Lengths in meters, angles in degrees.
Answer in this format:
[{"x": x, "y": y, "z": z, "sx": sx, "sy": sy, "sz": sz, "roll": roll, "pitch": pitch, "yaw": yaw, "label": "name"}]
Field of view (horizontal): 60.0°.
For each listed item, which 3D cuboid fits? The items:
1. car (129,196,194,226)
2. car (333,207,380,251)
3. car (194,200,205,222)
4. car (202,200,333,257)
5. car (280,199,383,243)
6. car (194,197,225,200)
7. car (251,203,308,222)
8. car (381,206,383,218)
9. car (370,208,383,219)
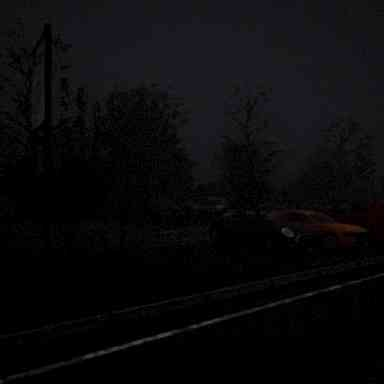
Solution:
[{"x": -2.653, "y": 1.304, "z": 24.330, "sx": 2.435, "sy": 2.045, "sz": 5.566, "roll": 2, "pitch": -1, "yaw": -36, "label": "car"}, {"x": 5.238, "y": 1.575, "z": 14.940, "sx": 2.097, "sy": 1.535, "sz": 5.008, "roll": 2, "pitch": -1, "yaw": -36, "label": "car"}, {"x": -0.512, "y": 1.616, "z": 25.914, "sx": 2.231, "sy": 1.521, "sz": 4.892, "roll": 2, "pitch": -1, "yaw": -36, "label": "car"}, {"x": 2.770, "y": 1.381, "z": 13.179, "sx": 2.185, "sy": 1.767, "sz": 4.553, "roll": 2, "pitch": -1, "yaw": -36, "label": "car"}, {"x": 7.588, "y": 1.390, "z": 16.678, "sx": 2.435, "sy": 2.045, "sz": 5.566, "roll": 2, "pitch": -1, "yaw": -36, "label": "car"}, {"x": 1.764, "y": 1.431, "z": 27.541, "sx": 2.435, "sy": 2.045, "sz": 5.566, "roll": 2, "pitch": -1, "yaw": -36, "label": "car"}, {"x": 8.430, "y": 1.936, "z": 32.604, "sx": 1.946, "sy": 1.575, "sz": 5.366, "roll": 2, "pitch": -1, "yaw": -36, "label": "car"}, {"x": 30.227, "y": 3.030, "z": 48.090, "sx": 2.185, "sy": 1.767, "sz": 4.553, "roll": 4, "pitch": -2, "yaw": -35, "label": "car"}, {"x": 27.677, "y": 3.031, "z": 46.198, "sx": 2.002, "sy": 1.452, "sz": 4.674, "roll": 4, "pitch": -2, "yaw": -36, "label": "car"}]
